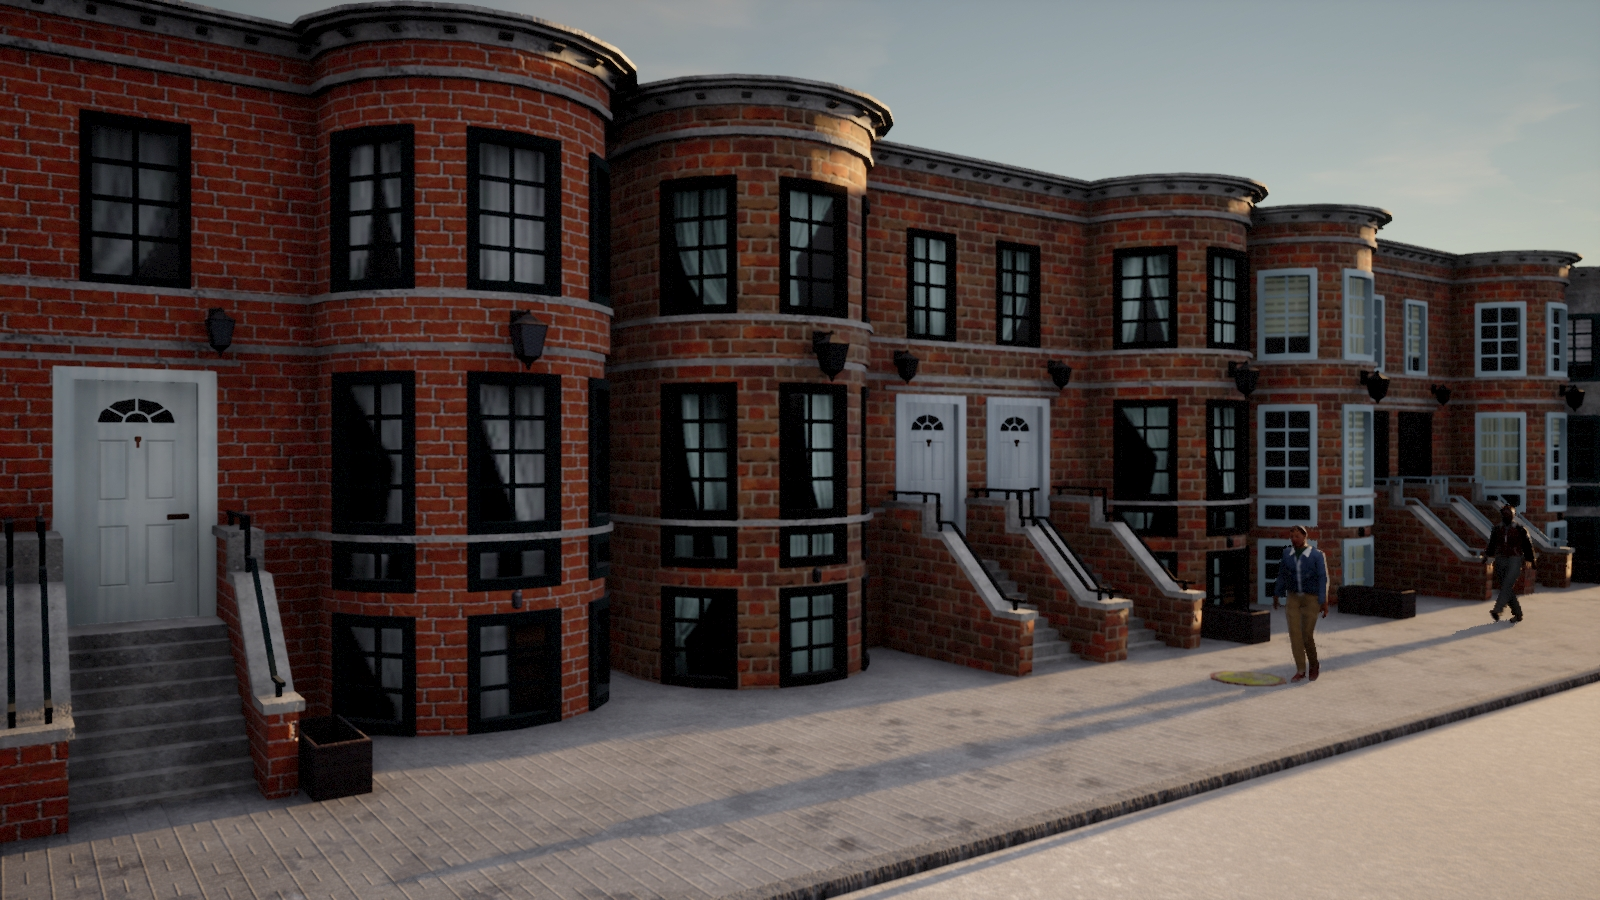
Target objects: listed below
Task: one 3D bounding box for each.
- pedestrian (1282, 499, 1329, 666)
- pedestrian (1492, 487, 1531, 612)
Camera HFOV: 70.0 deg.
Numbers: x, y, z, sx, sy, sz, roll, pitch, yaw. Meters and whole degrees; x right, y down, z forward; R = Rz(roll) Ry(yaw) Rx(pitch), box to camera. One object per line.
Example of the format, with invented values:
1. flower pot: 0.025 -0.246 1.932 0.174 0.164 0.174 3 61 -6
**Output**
1. pedestrian: 5.822 1.505 13.169 0.375 1.860 0.375 0 0 -42
2. pedestrian: 10.809 1.493 17.365 0.375 1.860 0.375 0 0 -34
